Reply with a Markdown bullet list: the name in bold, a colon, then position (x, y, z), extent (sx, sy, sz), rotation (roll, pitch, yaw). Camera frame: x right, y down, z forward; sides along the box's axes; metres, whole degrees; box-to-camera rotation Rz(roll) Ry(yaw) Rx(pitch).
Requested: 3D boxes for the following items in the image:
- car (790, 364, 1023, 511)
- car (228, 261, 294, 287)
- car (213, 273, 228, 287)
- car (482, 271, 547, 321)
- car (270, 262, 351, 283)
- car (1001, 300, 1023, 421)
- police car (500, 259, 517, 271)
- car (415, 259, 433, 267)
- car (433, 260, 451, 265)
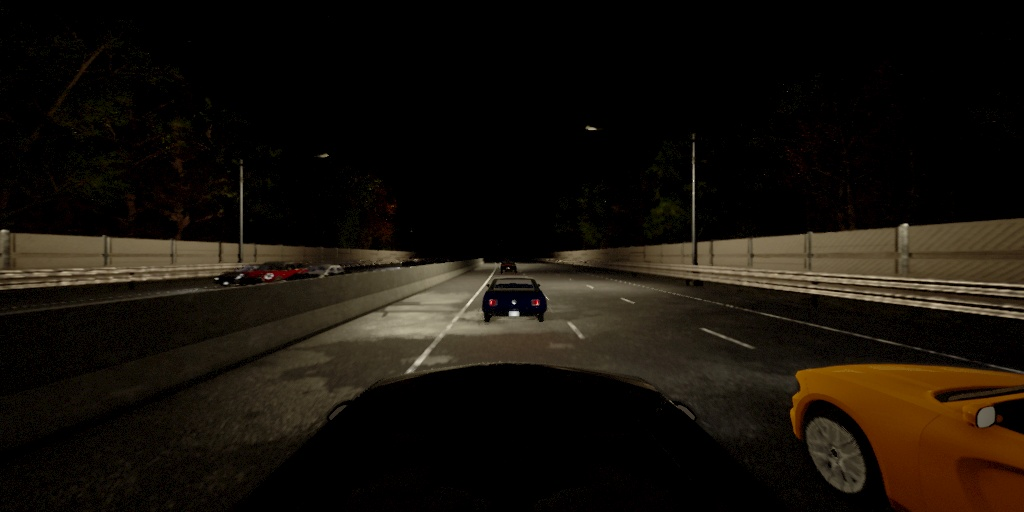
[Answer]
- **car**: position (3.592, 1.227, 1.367), extent (1.882, 1.535, 5.008), rotation (0, 0, 0)
- **car**: position (-14.237, 1.110, 21.713), extent (2.097, 1.767, 4.553), rotation (0, 0, -1)
- **car**: position (-17.780, 1.306, 24.911), extent (2.033, 1.411, 5.357), rotation (0, 0, -1)
- **car**: position (0.051, 1.355, 12.421), extent (1.895, 1.301, 4.718), rotation (0, 0, 0)
- **car**: position (-10.719, 1.248, 20.087), extent (2.128, 1.511, 4.902), rotation (0, 0, -1)
- **car**: position (7.092, 1.274, 2.194), extent (1.812, 1.442, 4.674), rotation (0, 0, 0)
- **police car**: position (-0.449, 1.190, 44.174), extent (1.930, 1.638, 5.238), rotation (0, 0, -1)
- **car**: position (-15.144, 1.314, 63.495), extent (2.033, 1.411, 5.357), rotation (0, 0, -2)
- **car**: position (-11.593, 1.315, 61.770), extent (2.033, 1.411, 5.357), rotation (0, 0, -1)
